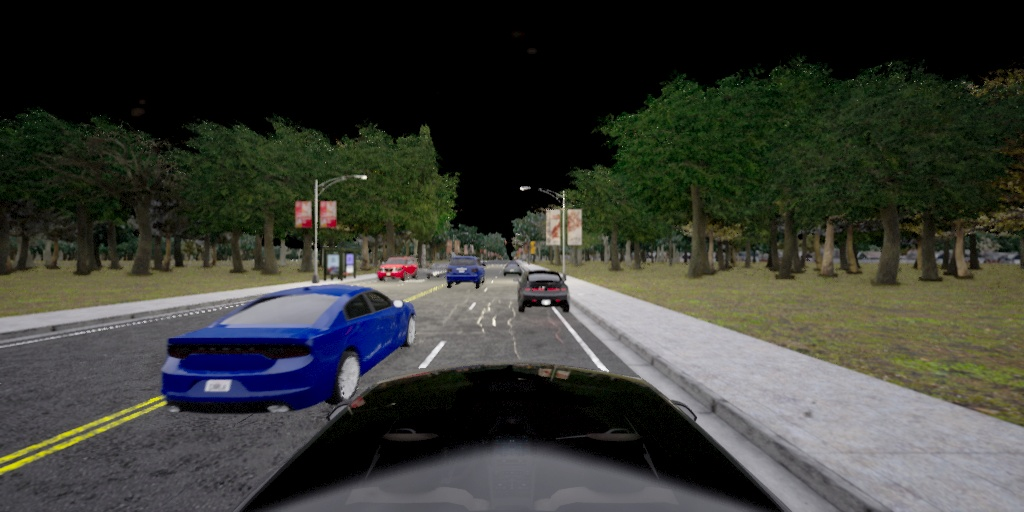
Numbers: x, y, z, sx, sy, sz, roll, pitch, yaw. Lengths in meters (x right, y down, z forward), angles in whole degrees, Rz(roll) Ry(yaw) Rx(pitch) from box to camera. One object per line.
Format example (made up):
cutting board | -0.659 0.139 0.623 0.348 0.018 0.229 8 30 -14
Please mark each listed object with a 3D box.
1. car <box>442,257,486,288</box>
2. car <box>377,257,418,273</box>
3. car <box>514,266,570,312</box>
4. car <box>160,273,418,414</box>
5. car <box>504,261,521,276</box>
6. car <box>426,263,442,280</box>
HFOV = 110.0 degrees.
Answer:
car | -3.137 1.076 25.023 2.150 2.045 5.566 0 0 0
car | -9.831 1.106 31.300 2.150 2.045 5.566 0 0 0
car | 1.145 1.312 14.390 1.837 1.490 4.892 0 0 0
car | -3.148 1.248 6.317 1.882 1.535 5.008 0 0 0
car | 0.080 1.489 40.263 1.994 1.385 4.181 0 0 1
car | -6.579 1.384 33.210 2.128 1.511 4.902 0 0 0
